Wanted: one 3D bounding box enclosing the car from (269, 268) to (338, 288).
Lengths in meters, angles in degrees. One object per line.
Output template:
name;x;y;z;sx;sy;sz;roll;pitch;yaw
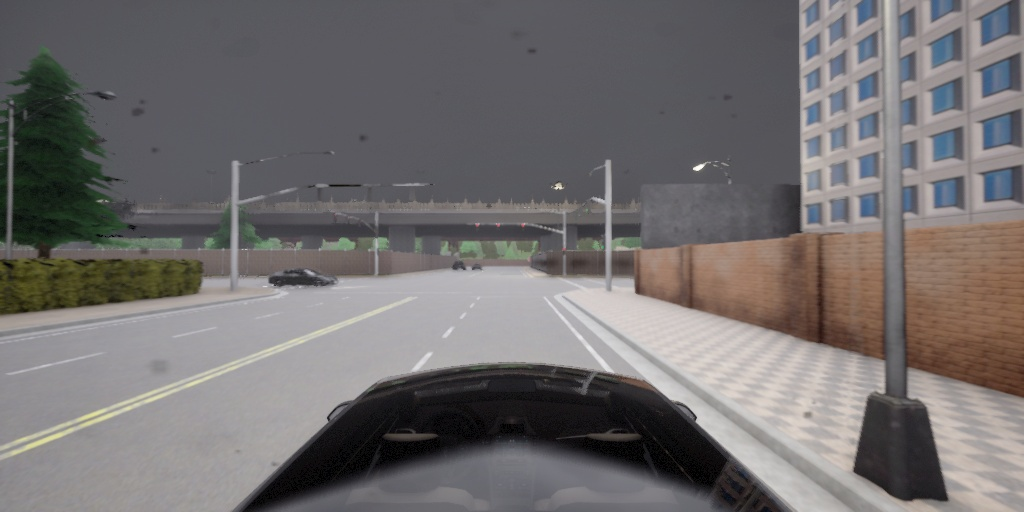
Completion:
car;-15.342;1.626;26.480;4.674;1.442;1.812;1;-1;0
